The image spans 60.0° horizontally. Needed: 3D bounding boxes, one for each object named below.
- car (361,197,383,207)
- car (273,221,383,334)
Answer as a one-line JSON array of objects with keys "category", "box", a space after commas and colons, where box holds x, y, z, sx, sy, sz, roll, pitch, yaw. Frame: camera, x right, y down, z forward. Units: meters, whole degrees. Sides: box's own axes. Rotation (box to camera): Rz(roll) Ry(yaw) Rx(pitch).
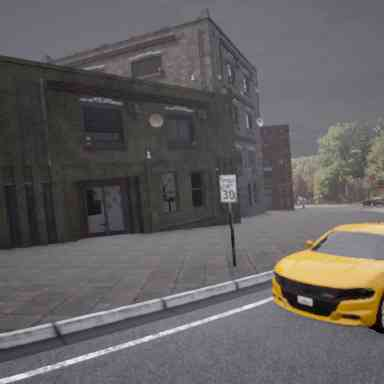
[{"category": "car", "box": [28.696, 1.527, 52.798, 1.882, 1.535, 5.008, -5, -2, -1]}, {"category": "car", "box": [3.667, 1.432, 6.936, 5.008, 1.535, 1.882, -1, 0, -41]}]
